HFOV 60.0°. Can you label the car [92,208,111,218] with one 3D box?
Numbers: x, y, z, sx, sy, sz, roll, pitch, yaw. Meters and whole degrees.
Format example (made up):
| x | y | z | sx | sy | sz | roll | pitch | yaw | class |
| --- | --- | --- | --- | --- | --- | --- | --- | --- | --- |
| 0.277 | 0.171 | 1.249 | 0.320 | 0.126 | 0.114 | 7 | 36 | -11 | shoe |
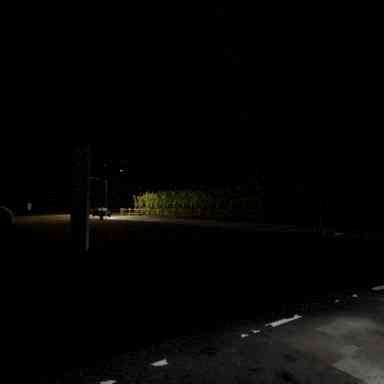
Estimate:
| x | y | z | sx | sy | sz | roll | pitch | yaw | class |
| --- | --- | --- | --- | --- | --- | --- | --- | --- | --- |
| -14.464 | 3.259 | 53.048 | 2.128 | 1.511 | 4.902 | 1 | -3 | -35 | car |
